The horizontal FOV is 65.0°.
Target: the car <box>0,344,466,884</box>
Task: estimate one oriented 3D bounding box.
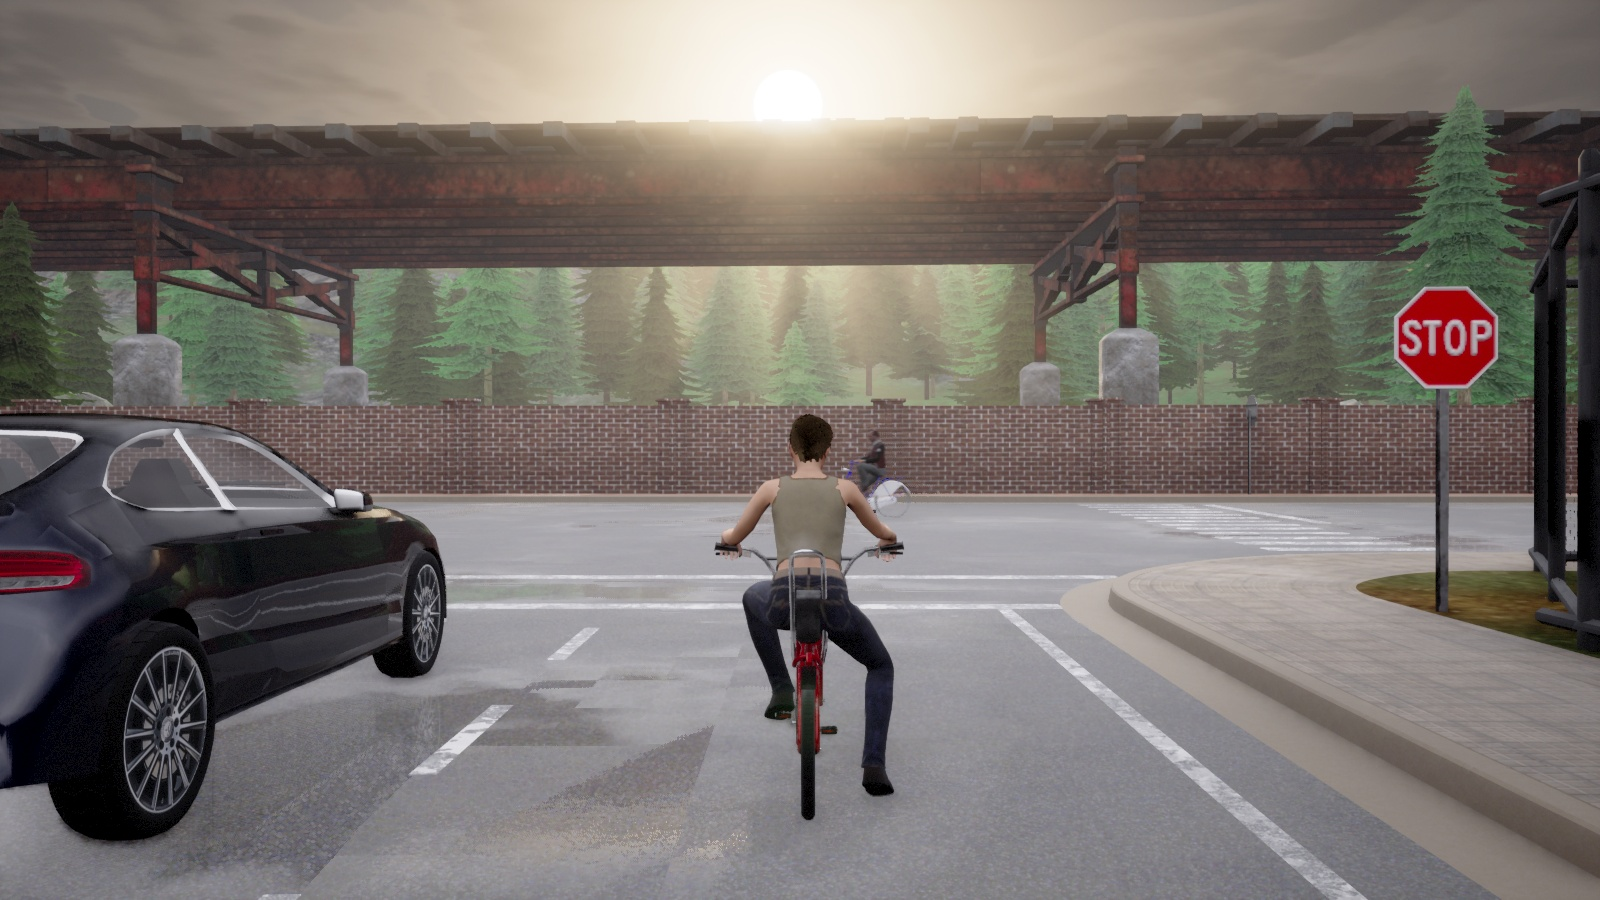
[{"bbox_3d":[-3.448,0.486,6.353,2.152,1.651,5.027,0,0,0],"label":"car"}]

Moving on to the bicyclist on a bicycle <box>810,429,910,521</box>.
[{"bbox_3d":[1.175,0.479,24.631,1.843,1.776,0.659,0,1,-11],"label":"bicyclist on a bicycle"}]

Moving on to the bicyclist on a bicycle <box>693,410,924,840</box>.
[{"bbox_3d":[0.039,0.652,5.464,0.866,1.612,1.509,0,0,1],"label":"bicyclist on a bicycle"}]
